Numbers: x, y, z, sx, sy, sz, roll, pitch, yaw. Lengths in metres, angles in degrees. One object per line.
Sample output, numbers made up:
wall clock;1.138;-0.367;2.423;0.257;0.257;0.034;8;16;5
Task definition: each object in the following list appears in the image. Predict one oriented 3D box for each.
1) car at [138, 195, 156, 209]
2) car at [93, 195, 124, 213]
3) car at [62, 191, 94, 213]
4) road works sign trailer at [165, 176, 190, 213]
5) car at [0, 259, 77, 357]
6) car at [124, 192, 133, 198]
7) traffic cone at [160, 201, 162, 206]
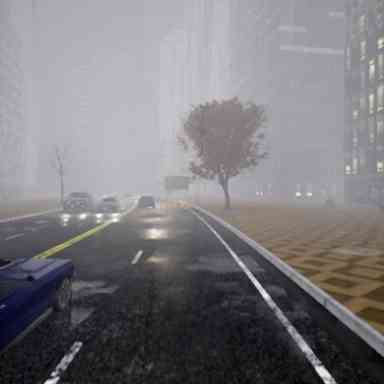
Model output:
car;-5.458;1.142;40.298;1.882;1.535;5.008;0;1;-6
car;-8.192;1.262;33.145;1.812;1.442;4.674;0;0;-5
car;-11.560;0.959;34.271;2.150;2.045;5.566;0;0;-5
road works sign trailer;-1.497;0.185;32.967;2.380;3.560;2.880;0;1;-6
car;-3.202;1.570;4.556;1.895;1.301;4.718;0;0;-1
car;-14.391;0.706;74.827;1.994;1.385;4.181;0;1;-12
traffic cone;-3.595;1.619;39.798;0.340;0.580;0.340;0;1;-6
